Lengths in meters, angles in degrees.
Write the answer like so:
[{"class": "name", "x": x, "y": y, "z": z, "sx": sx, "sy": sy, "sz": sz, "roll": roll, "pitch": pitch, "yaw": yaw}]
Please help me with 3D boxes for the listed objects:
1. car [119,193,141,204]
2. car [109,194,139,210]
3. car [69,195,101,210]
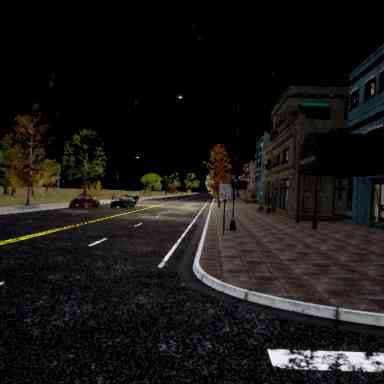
[{"class": "car", "x": -9.402, "y": 0.988, "z": 51.210, "sx": 2.128, "sy": 1.511, "sz": 4.902, "roll": 2, "pitch": 0, "yaw": 4}, {"class": "car", "x": -7.328, "y": 1.226, "z": 35.819, "sx": 1.895, "sy": 1.301, "sz": 4.718, "roll": 2, "pitch": 0, "yaw": 4}, {"class": "car", "x": -10.742, "y": 1.055, "z": 33.542, "sx": 1.994, "sy": 1.385, "sz": 4.181, "roll": 2, "pitch": 0, "yaw": 4}]
